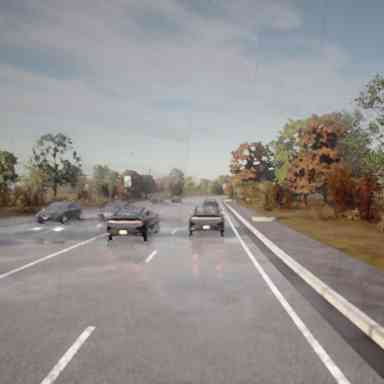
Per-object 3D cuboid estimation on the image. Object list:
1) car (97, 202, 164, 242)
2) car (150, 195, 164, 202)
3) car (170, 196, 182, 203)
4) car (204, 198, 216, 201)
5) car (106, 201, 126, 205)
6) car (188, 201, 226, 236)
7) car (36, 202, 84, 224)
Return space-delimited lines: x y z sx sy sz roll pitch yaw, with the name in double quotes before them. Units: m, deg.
"car" -2.786 1.491 16.484 2.128 1.511 4.902 0 0 3
"car" -6.849 1.355 64.983 2.097 1.767 4.553 0 0 4
"car" -3.167 1.573 67.561 2.033 1.411 5.357 0 0 4
"car" 2.215 1.526 40.605 1.837 1.490 4.892 0 0 4
"car" -5.921 1.486 26.225 2.128 1.511 4.902 0 0 4
"car" 0.832 1.502 18.550 2.128 1.511 4.902 0 0 3
"car" -9.544 1.490 24.391 1.837 1.490 4.892 0 0 4
